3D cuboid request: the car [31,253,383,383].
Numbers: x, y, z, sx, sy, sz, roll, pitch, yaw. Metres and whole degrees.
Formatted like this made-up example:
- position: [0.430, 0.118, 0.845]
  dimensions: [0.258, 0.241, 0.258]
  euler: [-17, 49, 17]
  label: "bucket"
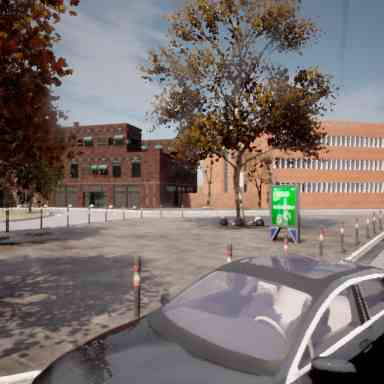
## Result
- position: [0.878, 1.493, 3.390]
  dimensions: [4.902, 1.511, 2.128]
  euler: [0, 0, -41]
  label: "car"
